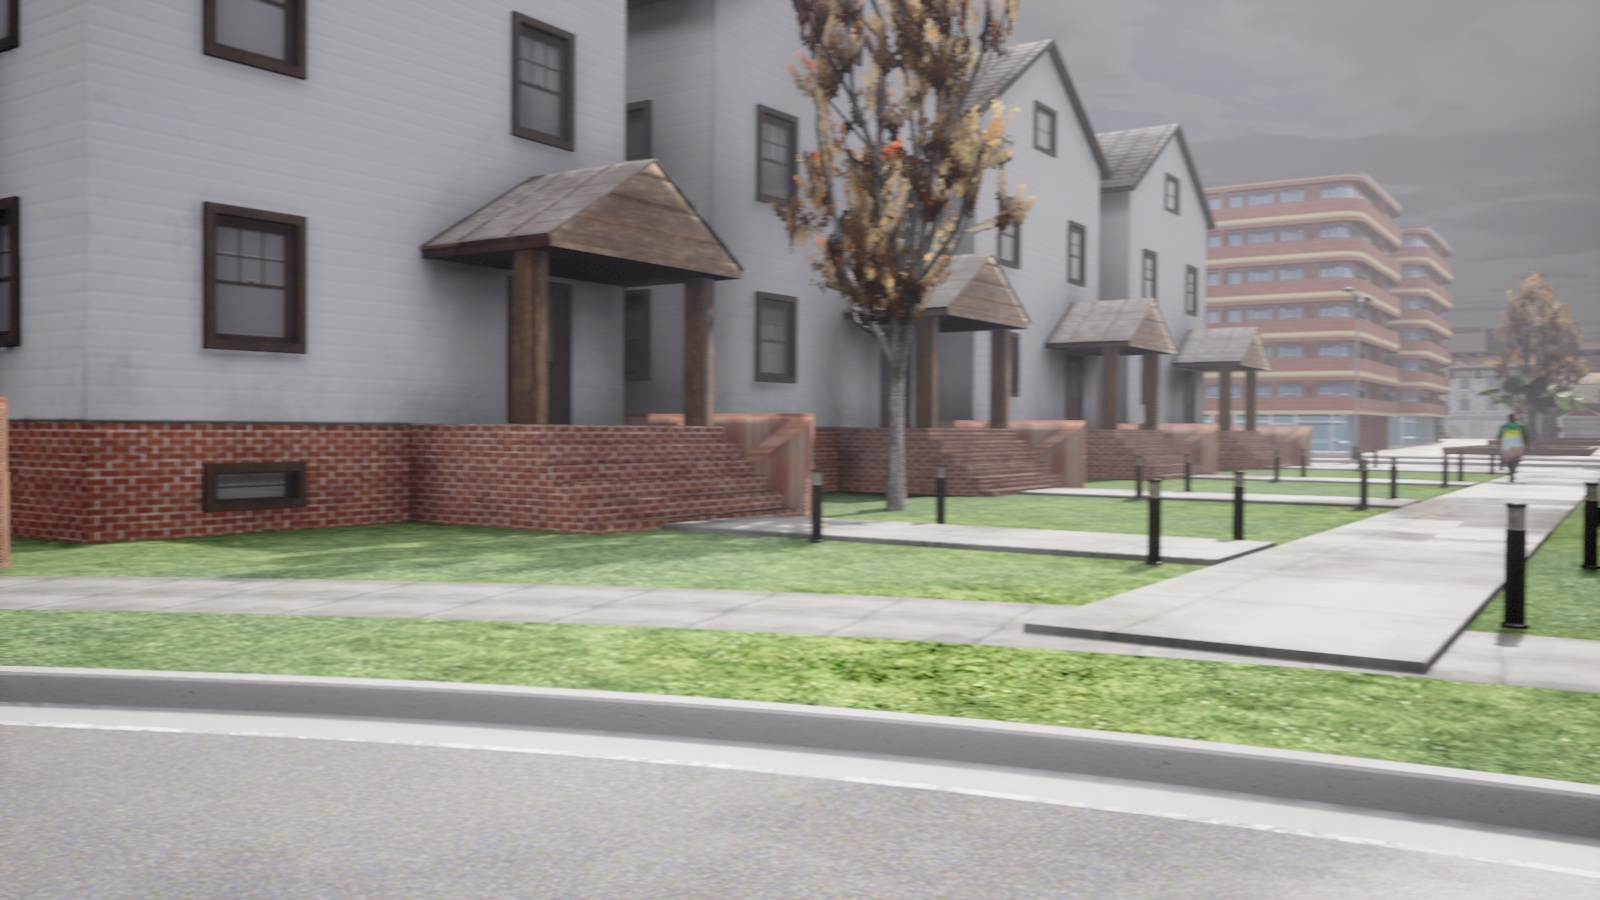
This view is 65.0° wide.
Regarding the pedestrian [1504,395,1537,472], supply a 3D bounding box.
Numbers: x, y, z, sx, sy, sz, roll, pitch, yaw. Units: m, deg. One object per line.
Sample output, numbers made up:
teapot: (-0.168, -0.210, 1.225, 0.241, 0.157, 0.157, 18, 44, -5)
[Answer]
pedestrian: (18.564, -0.421, 32.361, 0.659, 1.952, 0.873, 0, 1, 35)
